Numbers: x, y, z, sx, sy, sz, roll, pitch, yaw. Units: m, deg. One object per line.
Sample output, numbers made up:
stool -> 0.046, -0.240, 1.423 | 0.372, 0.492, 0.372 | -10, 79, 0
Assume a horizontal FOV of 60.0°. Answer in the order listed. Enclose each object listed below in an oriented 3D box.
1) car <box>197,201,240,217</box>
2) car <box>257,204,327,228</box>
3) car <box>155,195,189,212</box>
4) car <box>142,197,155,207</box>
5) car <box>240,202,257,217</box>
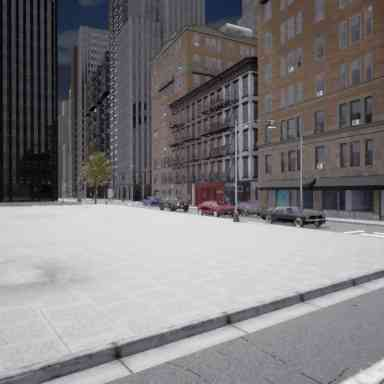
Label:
car -> 2.288, 1.607, 32.466 | 1.882, 1.535, 5.008 | 0, 0, -26
car -> 6.920, 1.675, 23.068 | 1.895, 1.301, 4.718 | 0, 0, -26
car -> -2.392, 1.410, 41.993 | 2.150, 2.045, 5.566 | 0, 0, -27
car -> -7.110, 1.632, 57.665 | 2.097, 1.767, 4.553 | 0, 0, -26
car -> 5.167, 1.661, 32.643 | 2.033, 1.411, 5.357 | 0, 0, -26
